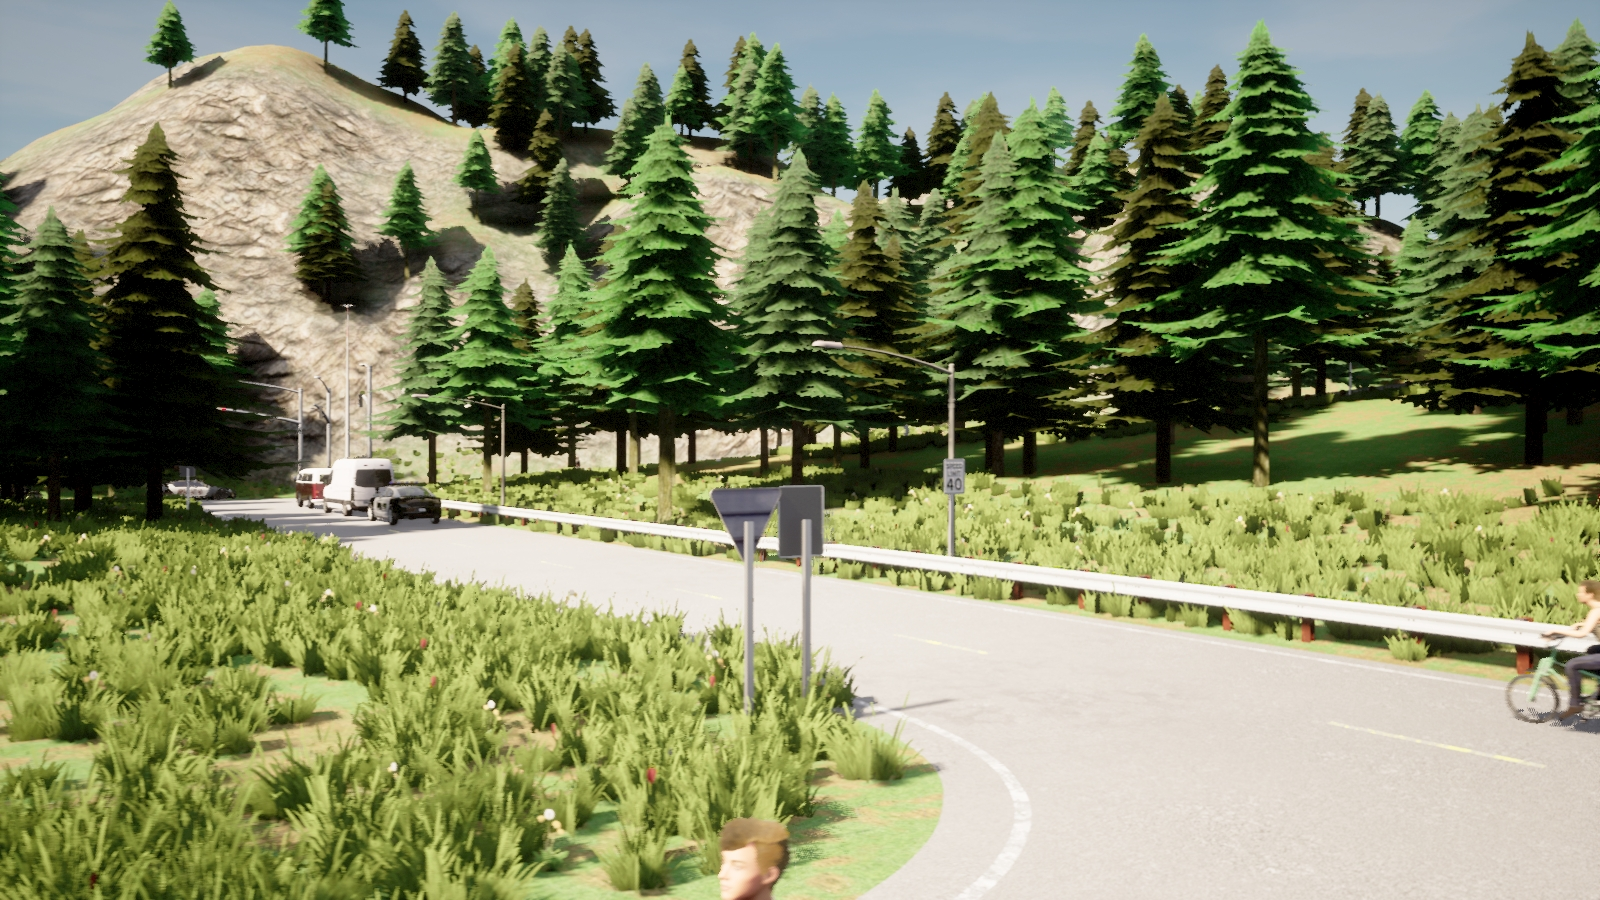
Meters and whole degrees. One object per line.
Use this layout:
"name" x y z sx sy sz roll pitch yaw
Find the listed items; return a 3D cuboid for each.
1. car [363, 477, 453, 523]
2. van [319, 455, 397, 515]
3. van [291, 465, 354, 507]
"car" -16.023 1.991 46.544 2.097 1.638 5.238 0 0 -35
"van" -20.377 1.543 52.551 1.988 2.561 5.915 0 0 -35
"van" -24.439 1.792 58.368 2.069 2.038 4.480 0 0 -35
